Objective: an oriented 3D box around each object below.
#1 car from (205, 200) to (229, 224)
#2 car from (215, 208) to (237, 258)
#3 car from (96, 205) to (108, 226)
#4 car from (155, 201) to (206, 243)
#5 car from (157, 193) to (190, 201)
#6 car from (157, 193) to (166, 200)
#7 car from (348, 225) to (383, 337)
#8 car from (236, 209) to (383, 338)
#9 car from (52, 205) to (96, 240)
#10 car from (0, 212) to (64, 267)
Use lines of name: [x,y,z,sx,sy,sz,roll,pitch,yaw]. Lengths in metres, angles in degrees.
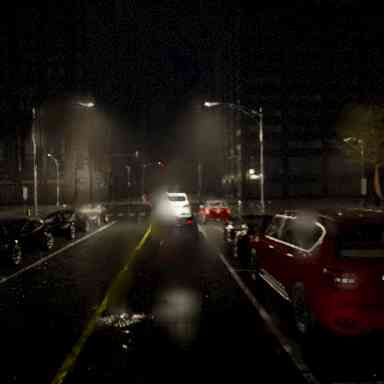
car: [1.582,1.300,23.351,1.967,1.590,4.097,-1,0,-3]
car: [2.202,1.467,12.096,1.947,1.339,4.313,-1,0,-3]
car: [-6.926,1.564,22.884,2.008,1.369,4.403,-1,0,-3]
car: [-0.708,1.427,15.845,2.128,1.511,4.902,-1,0,-3]
car: [-1.320,1.122,25.850,2.150,2.045,5.566,-1,0,-3]
car: [-7.501,1.141,82.768,2.097,1.767,4.553,-1,0,-3]
car: [2.814,1.260,0.839,2.192,1.841,5.009,-1,0,-3]
car: [2.505,1.238,6.467,2.192,1.841,5.009,-1,0,-3]
car: [-6.617,1.600,17.256,1.947,1.339,4.313,-1,0,-3]
car: [-6.308,1.620,11.628,1.947,1.339,4.313,-1,0,-3]
